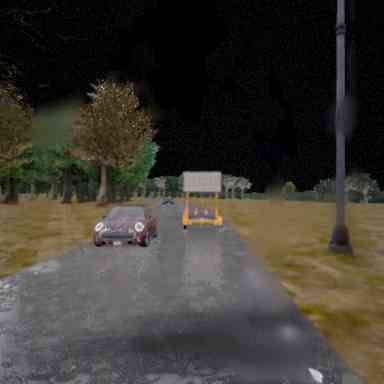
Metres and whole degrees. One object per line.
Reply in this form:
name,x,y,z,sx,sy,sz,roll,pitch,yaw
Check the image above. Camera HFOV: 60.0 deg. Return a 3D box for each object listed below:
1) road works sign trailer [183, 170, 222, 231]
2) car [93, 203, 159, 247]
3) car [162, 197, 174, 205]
road works sign trailer,0.622,0.447,20.431,2.380,3.560,2.880,0,0,0
car,-2.764,1.334,14.766,2.097,1.767,4.553,0,0,2
car,-4.038,1.499,56.225,2.033,1.411,5.357,0,0,-5
